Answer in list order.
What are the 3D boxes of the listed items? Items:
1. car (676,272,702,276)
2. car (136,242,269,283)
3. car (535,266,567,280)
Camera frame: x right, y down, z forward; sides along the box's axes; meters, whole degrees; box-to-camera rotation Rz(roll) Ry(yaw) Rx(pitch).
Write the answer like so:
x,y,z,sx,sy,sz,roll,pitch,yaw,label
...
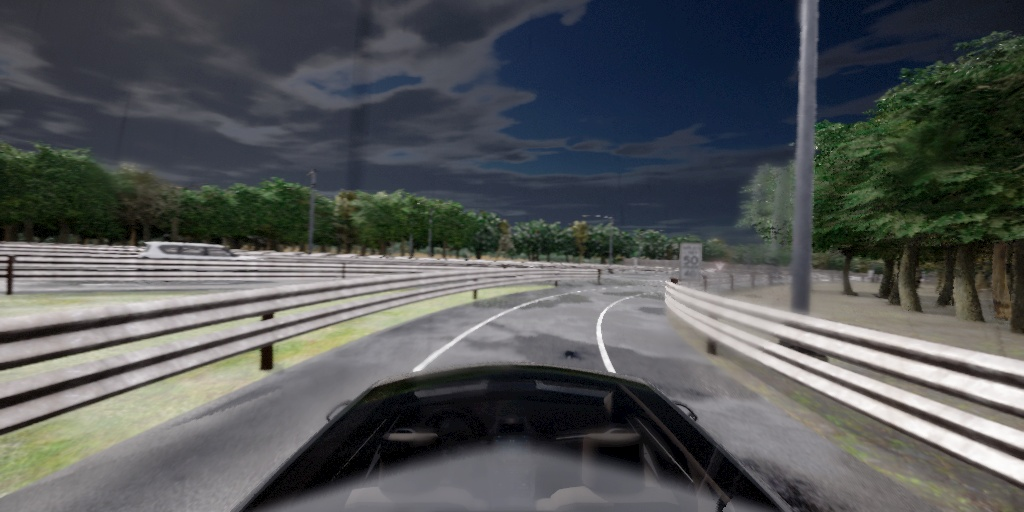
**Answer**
x,y,z,sx,sy,sz,roll,pitch,yaw,label
26.265,2.700,53.010,5.008,1.535,1.882,3,0,-36,car
-16.809,0.340,19.878,5.566,2.045,2.150,3,0,-39,car
3.347,1.710,35.832,4.718,1.301,1.895,3,0,-38,car
